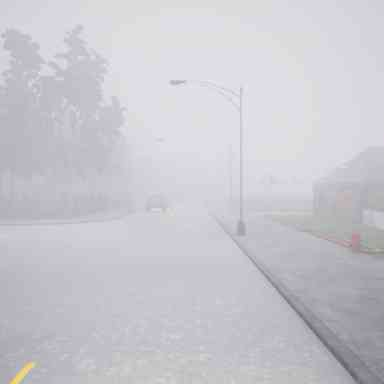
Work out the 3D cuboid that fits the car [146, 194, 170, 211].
[{"bbox_3d":[-4.227,1.219,40.326,2.150,2.045,5.566,0,0,0],"label":"car"}]
